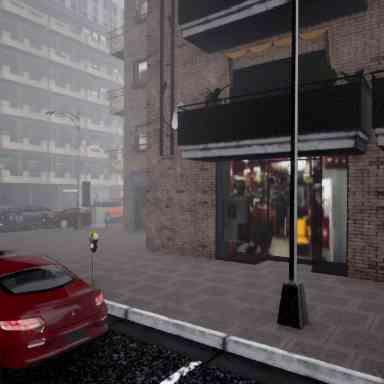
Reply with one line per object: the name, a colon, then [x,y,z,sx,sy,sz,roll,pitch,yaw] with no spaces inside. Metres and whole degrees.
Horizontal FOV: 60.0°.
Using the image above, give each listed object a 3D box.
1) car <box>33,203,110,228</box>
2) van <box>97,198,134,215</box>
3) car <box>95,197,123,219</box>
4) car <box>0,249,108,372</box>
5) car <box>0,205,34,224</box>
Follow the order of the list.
car: [-8.461,1.756,23.702,1.887,1.381,4.507,0,-1,36]
van: [-8.635,1.606,37.821,1.690,1.788,3.998,0,-1,36]
car: [-7.097,1.605,30.062,2.097,1.767,4.553,1,0,36]
car: [-3.085,1.582,5.205,4.206,1.307,1.802,0,0,36]
car: [-13.243,1.727,26.979,1.994,1.385,4.181,1,0,36]
